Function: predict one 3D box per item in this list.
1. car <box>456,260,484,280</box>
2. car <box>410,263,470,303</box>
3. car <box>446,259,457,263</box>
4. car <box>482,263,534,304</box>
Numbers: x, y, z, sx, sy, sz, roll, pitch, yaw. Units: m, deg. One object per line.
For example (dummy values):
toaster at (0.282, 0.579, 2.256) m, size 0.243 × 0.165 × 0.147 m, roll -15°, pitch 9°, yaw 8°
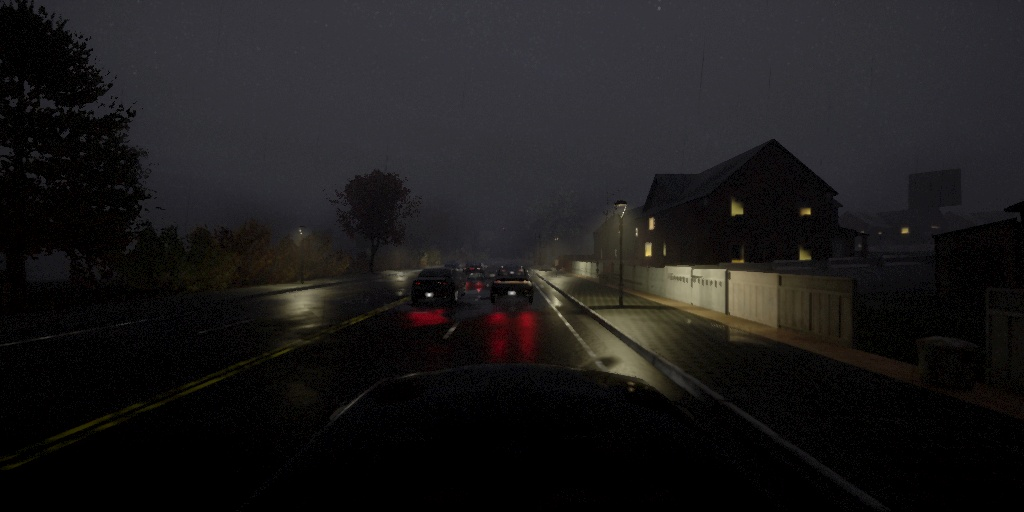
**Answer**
car at (-3.250, 1.254, 31.503) m, size 2.128 × 1.511 × 4.902 m, roll 0°, pitch 0°, yaw 0°
car at (-3.250, 1.269, 16.501) m, size 1.837 × 1.490 × 4.892 m, roll 0°, pitch 0°, yaw 0°
car at (-9.750, 1.296, 58.505) m, size 1.882 × 1.535 × 5.008 m, roll 0°, pitch 0°, yaw 0°
car at (0.000, 1.248, 16.501) m, size 2.128 × 1.511 × 4.902 m, roll 0°, pitch 0°, yaw 0°
